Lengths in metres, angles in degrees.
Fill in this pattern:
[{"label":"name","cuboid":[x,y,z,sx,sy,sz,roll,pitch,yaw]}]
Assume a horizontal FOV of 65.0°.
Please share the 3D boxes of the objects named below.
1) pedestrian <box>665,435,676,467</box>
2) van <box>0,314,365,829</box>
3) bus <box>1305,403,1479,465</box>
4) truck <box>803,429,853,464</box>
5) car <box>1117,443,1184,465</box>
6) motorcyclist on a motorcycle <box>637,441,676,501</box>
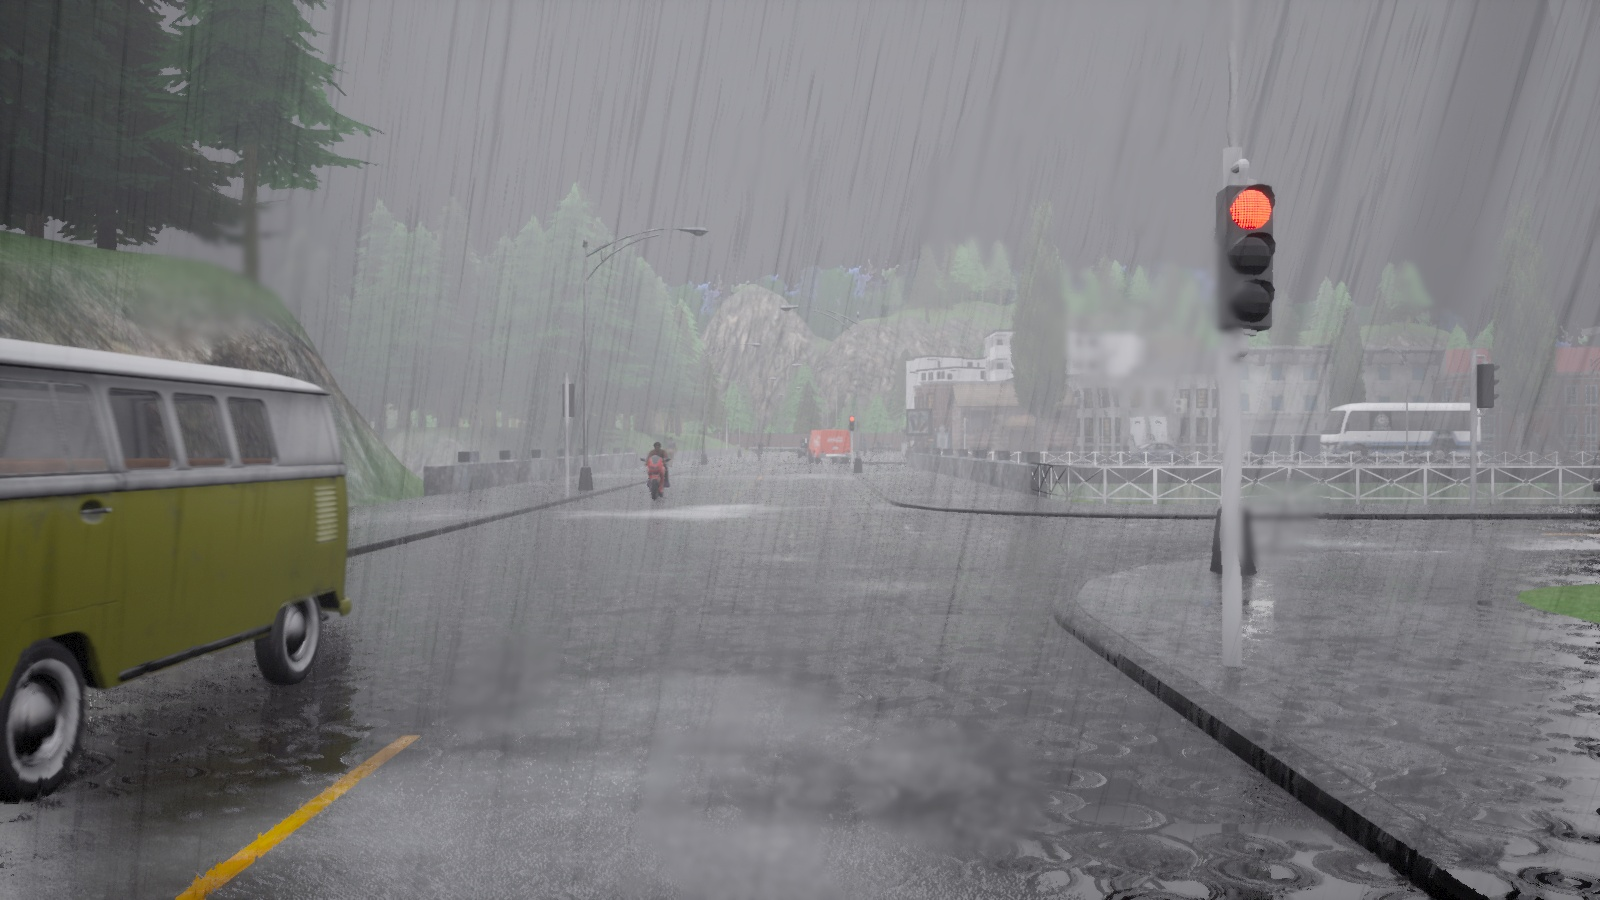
[{"label":"pedestrian","cuboid":[-7.413,0.044,72.074,0.540,1.848,0.694,0,0,2]},{"label":"van","cuboid":[-3.934,0.460,6.447,1.775,1.987,4.442,0,0,1]},{"label":"bus","cuboid":[41.308,-1.093,87.868,10.273,4.253,3.944,0,0,0]},{"label":"truck","cuboid":[2.028,-0.267,93.407,2.627,2.467,5.204,-1,0,-12]},{"label":"car","cuboid":[24.555,0.283,87.961,4.193,1.474,1.816,0,0,0]},{"label":"motorcyclist on a motorcycle","cuboid":[-3.784,0.538,33.278,0.797,1.523,2.044,0,0,0]}]
